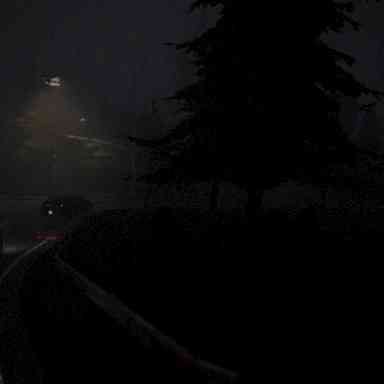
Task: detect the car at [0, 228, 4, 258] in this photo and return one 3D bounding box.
[{"bbox_3d":[-6.286,1.358,8.645,1.837,1.490,4.892,3,-1,-21],"label":"car"}]

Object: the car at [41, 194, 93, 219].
[{"bbox_3d":[-8.329,0.871,22.607,1.837,1.490,4.892,3,3,6],"label":"car"}]
